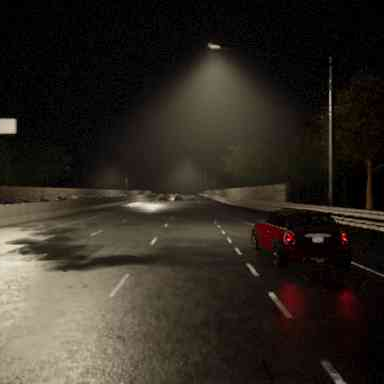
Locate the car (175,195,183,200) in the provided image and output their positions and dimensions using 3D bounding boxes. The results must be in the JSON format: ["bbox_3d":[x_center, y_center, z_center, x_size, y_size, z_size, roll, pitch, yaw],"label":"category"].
[{"bbox_3d":[-3.494,1.441,92.209,2.033,1.411,5.357,0,0,0],"label":"car"}]

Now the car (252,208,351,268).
[{"bbox_3d":[3.473,1.357,11.425,2.097,1.767,4.553,0,0,-1],"label":"car"}]

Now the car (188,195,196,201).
[{"bbox_3d":[0.005,1.588,81.786,2.033,1.411,5.357,0,0,0],"label":"car"}]

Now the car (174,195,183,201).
[{"bbox_3d":[-3.495,1.574,82.203,1.812,1.442,4.674,0,0,0],"label":"car"}]

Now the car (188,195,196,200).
[{"bbox_3d":[0.006,1.454,92.208,1.994,1.385,4.181,0,0,0],"label":"car"}]

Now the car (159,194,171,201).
[{"bbox_3d":[-6.995,1.548,81.787,1.837,1.490,4.892,0,0,0],"label":"car"}]

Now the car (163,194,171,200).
[{"bbox_3d":[-6.994,1.379,92.209,1.882,1.535,5.008,0,0,0],"label":"car"}]
